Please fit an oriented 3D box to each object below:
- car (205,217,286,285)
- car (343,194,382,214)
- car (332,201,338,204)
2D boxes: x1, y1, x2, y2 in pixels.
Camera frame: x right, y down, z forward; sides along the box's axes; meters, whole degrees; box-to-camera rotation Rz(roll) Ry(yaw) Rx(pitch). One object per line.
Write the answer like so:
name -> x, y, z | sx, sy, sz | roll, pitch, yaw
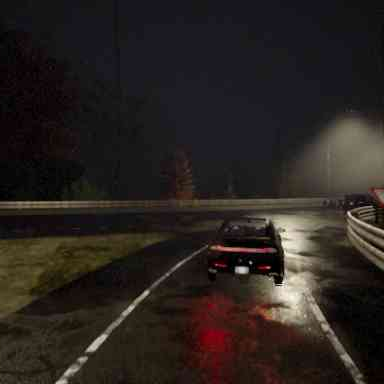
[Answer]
car -> 1.626, 1.478, 9.554 | 2.128, 1.511, 4.902 | 0, 0, 13
car -> 17.352, 1.210, 33.697 | 5.566, 2.045, 2.150 | 0, 0, -41
car -> 19.488, 1.341, 45.215 | 4.181, 1.385, 1.994 | 0, 0, -39
